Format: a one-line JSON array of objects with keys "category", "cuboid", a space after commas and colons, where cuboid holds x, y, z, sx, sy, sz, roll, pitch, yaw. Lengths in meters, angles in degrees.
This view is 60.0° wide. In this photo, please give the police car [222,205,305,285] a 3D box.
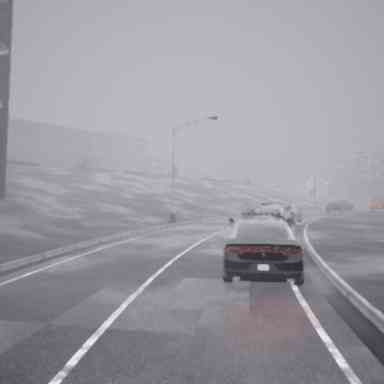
[{"category": "police car", "cuboid": [1.973, 1.388, 9.584, 1.930, 1.638, 5.238, 0, 0, 11]}]

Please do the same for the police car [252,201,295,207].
[{"category": "police car", "cuboid": [4.504, 1.409, 18.788, 1.930, 1.638, 5.238, -1, -1, 20]}]

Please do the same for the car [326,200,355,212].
[{"category": "car", "cuboid": [18.537, 1.763, 41.501, 4.892, 1.490, 1.837, 0, -3, -40]}]

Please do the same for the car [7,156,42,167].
[{"category": "car", "cuboid": [-21.674, -3.651, 42.527, 4.553, 1.767, 2.185, 3, -4, -39]}]

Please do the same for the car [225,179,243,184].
[{"category": "car", "cuboid": [7.562, -1.888, 67.961, 4.792, 1.488, 2.163, 4, -5, -44]}]

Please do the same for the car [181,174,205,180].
[{"category": "car", "cuboid": [-0.583, -2.435, 60.217, 5.008, 1.535, 2.097, 3, -5, -42]}]

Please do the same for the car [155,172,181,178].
[{"category": "car", "cuboid": [-4.724, -2.642, 56.531, 4.674, 1.452, 2.002, 3, -5, -40]}]

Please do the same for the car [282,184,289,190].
[{"category": "car", "cuboid": [22.628, -1.021, 84.221, 2.435, 2.045, 5.566, -3, -5, 41]}]

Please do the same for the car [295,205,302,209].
[{"category": "car", "cuboid": [6.701, 1.521, 23.959, 1.837, 1.490, 4.892, -2, -1, 26]}]

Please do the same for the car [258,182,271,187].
[{"category": "car", "cuboid": [15.163, -1.391, 75.814, 2.231, 1.521, 4.892, -3, -5, 43]}]

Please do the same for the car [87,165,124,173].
[{"category": "car", "cuboid": [-13.209, -3.130, 49.441, 4.892, 1.521, 2.231, 3, -4, -39]}]

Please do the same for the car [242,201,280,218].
[{"category": "car", "cuboid": [6.930, 1.704, 33.172, 1.882, 1.535, 5.008, -3, -2, 34]}]

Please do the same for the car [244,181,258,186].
[{"category": "car", "cuboid": [11.439, -1.616, 71.880, 2.002, 1.452, 4.674, -3, -5, 44]}]

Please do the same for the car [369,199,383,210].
[{"category": "car", "cuboid": [28.422, 1.789, 49.693, 4.553, 1.767, 2.097, 1, -4, -38]}]

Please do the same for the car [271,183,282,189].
[{"category": "car", "cuboid": [18.942, -1.219, 79.994, 2.185, 1.767, 4.553, -3, -5, 42]}]

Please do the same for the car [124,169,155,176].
[{"category": "car", "cuboid": [-8.944, -2.918, 52.939, 4.892, 1.521, 2.231, 3, -5, -39]}]

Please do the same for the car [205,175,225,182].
[{"category": "car", "cuboid": [3.462, -2.309, 63.980, 4.553, 1.767, 2.185, 4, -5, -43]}]
